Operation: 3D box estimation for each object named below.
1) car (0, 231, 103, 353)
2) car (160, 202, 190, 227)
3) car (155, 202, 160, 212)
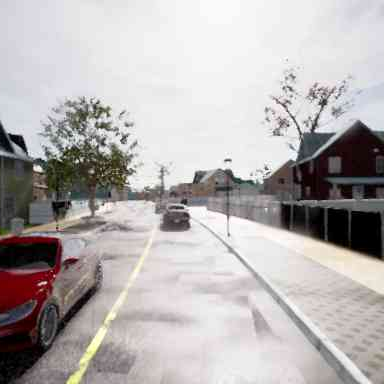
[{"bbox_3d":[-2.988,1.535,6.304,1.812,1.442,4.674,0,0,-2],"label":"car"},{"bbox_3d":[-1.168,1.599,23.507,1.837,1.490,4.892,0,0,-5],"label":"car"},{"bbox_3d":[-3.808,1.911,42.979,1.895,1.301,4.718,0,-1,-10],"label":"car"}]
